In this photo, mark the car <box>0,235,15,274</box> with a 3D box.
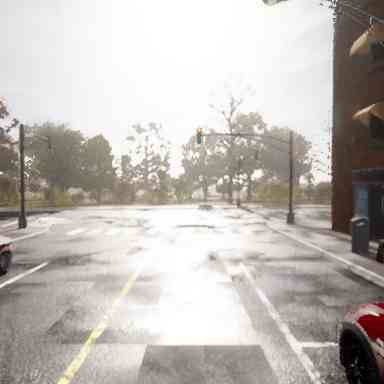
[{"bbox_3d":[-5.802,1.554,7.789,1.802,1.307,4.206,-1,0,0],"label":"car"}]

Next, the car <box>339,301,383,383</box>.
[{"bbox_3d":[2.673,1.431,2.321,1.967,1.590,4.097,-1,0,0],"label":"car"}]
